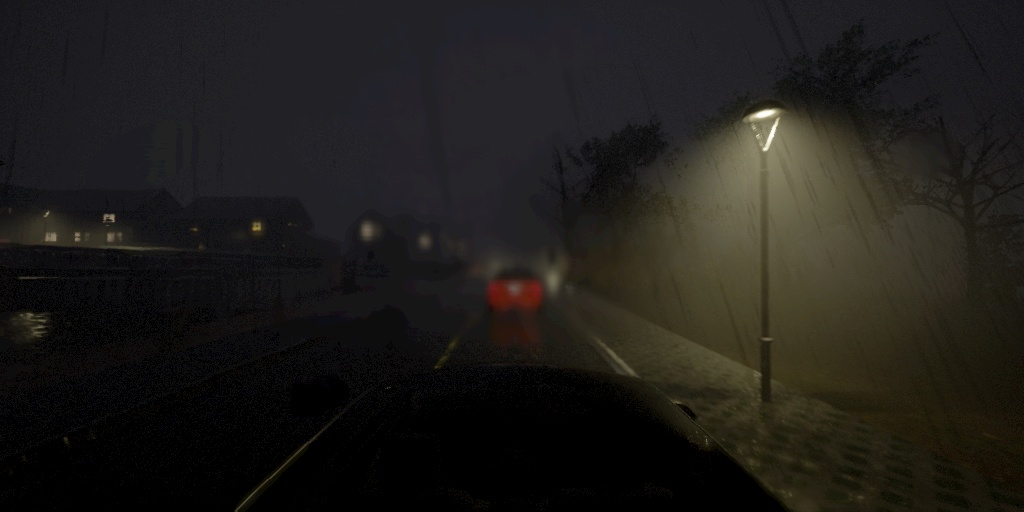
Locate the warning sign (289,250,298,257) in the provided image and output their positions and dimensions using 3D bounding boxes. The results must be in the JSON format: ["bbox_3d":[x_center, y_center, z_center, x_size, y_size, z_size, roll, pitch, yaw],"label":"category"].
[{"bbox_3d":[-19.307,0.366,31.691,1.060,1.860,1.300,0,0,1],"label":"warning sign"}]

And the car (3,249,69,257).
[{"bbox_3d":[-39.659,-0.204,29.731,5.357,1.411,2.033,3,-1,2],"label":"car"}]

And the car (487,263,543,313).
[{"bbox_3d":[0.187,1.258,15.122,2.097,1.767,4.553,0,-1,2],"label":"car"}]

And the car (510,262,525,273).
[{"bbox_3d":[0.955,1.993,63.221,2.097,1.767,4.553,0,-1,7],"label":"car"}]
